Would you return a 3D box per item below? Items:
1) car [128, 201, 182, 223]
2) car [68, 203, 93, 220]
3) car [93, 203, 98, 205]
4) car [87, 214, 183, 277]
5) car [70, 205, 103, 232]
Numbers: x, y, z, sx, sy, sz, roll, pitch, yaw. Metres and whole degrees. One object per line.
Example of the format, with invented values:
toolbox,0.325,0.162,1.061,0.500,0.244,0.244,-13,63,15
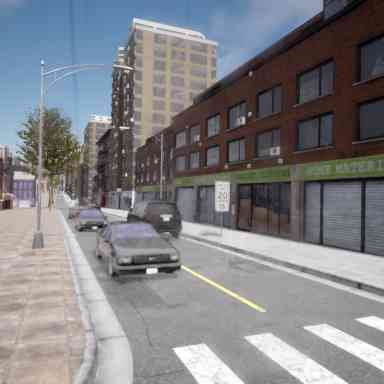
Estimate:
car,-2.347,1.534,19.484,2.150,2.045,5.566,1,-1,-22
car,-11.784,2.121,34.587,1.994,1.385,4.181,1,-1,-22
car,-14.630,2.417,49.082,1.837,1.490,4.892,1,-1,-22
car,-2.047,1.679,11.036,2.033,1.411,5.357,1,-1,-23
car,-6.974,1.878,22.924,2.033,1.411,5.357,1,-2,-23
